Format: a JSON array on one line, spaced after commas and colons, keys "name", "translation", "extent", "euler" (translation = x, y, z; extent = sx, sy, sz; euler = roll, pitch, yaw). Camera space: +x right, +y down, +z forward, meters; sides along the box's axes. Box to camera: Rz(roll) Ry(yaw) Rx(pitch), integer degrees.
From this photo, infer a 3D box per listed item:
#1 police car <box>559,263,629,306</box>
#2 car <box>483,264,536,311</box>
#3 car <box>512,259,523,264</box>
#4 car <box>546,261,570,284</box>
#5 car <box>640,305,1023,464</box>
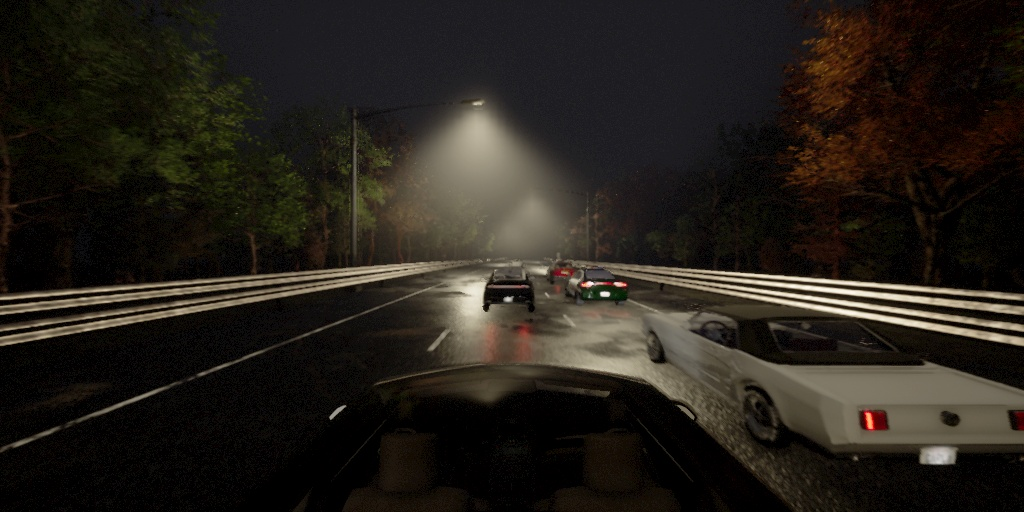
[{"name": "police car", "translation": [3.553, 1.269, 16.085], "extent": [2.038, 1.542, 4.974], "euler": [0, 0, 0]}, {"name": "car", "translation": [-0.077, 1.253, 14.491], "extent": [2.128, 1.511, 4.902], "euler": [0, 0, 1]}, {"name": "car", "translation": [0.856, 1.311, 58.320], "extent": [1.812, 1.442, 4.674], "euler": [0, 0, 2]}, {"name": "car", "translation": [3.659, 1.204, 27.039], "extent": [2.033, 1.649, 4.856], "euler": [0, 0, 1]}, {"name": "car", "translation": [3.502, 1.356, 5.160], "extent": [1.895, 1.301, 4.718], "euler": [0, 0, 0]}]
